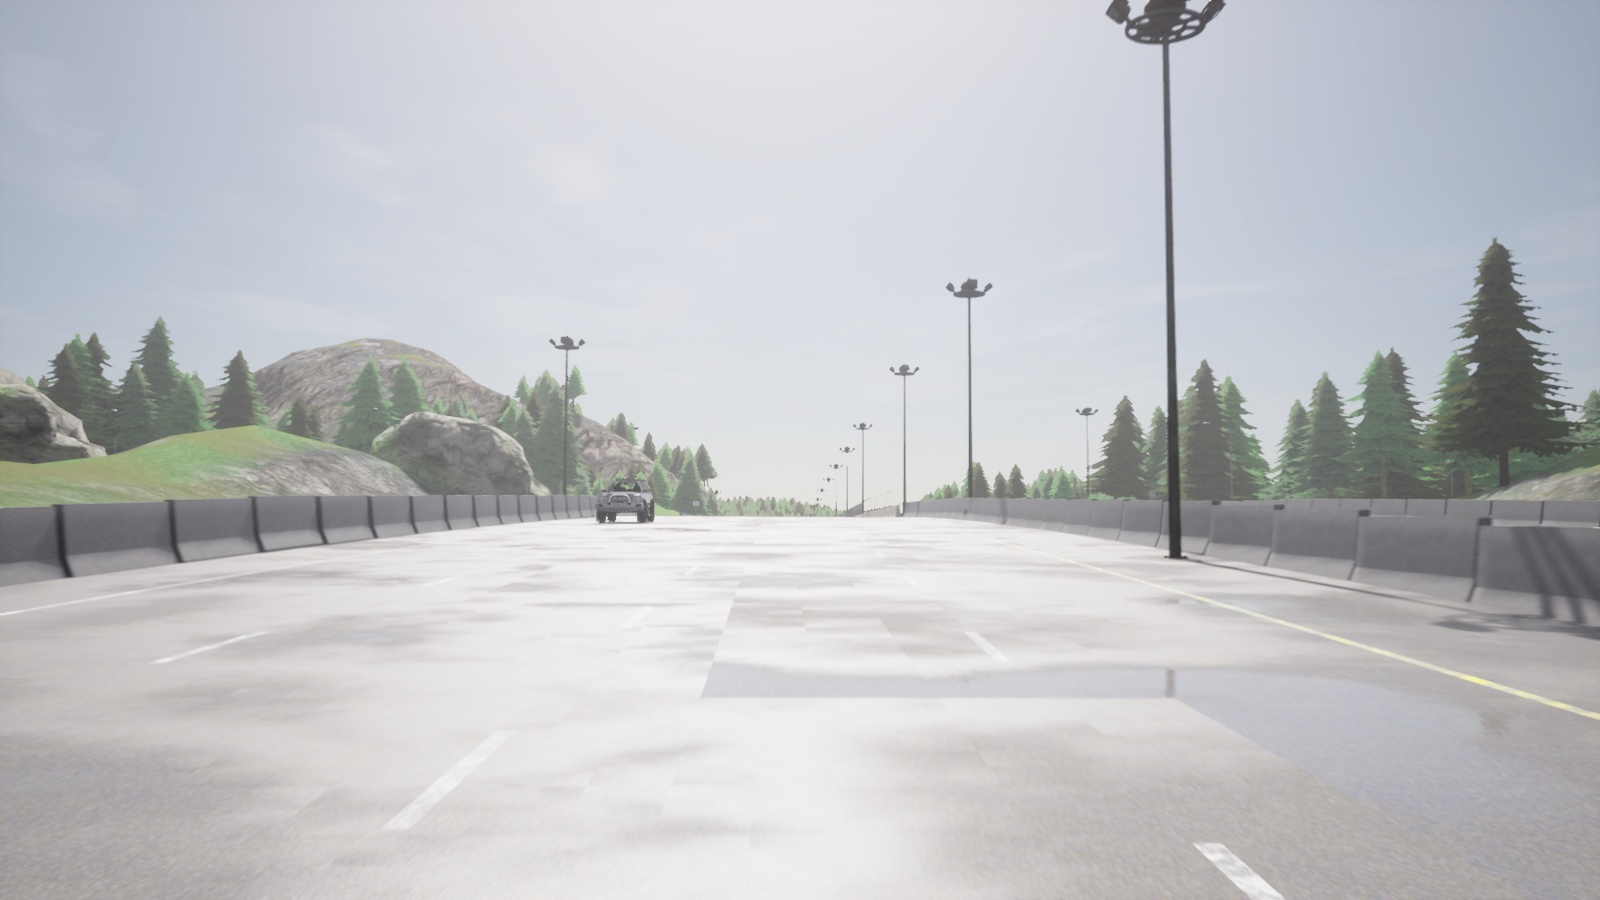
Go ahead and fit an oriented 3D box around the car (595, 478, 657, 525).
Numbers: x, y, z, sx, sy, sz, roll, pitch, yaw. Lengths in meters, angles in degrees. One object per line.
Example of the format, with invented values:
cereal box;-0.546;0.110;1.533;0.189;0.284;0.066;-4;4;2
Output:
car;-7.125;2.123;51.757;1.932;1.855;4.605;0;-2;0
